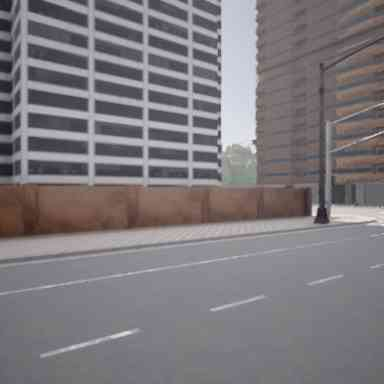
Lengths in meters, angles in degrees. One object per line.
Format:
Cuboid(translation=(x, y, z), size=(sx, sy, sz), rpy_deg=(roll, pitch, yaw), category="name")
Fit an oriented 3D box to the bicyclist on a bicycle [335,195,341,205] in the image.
Cuboid(translation=(21.707, 1.205, 49.469), size=(1.656, 1.620, 0.582), rpy_deg=(-1, 0, -36), category="bicyclist on a bicycle")
